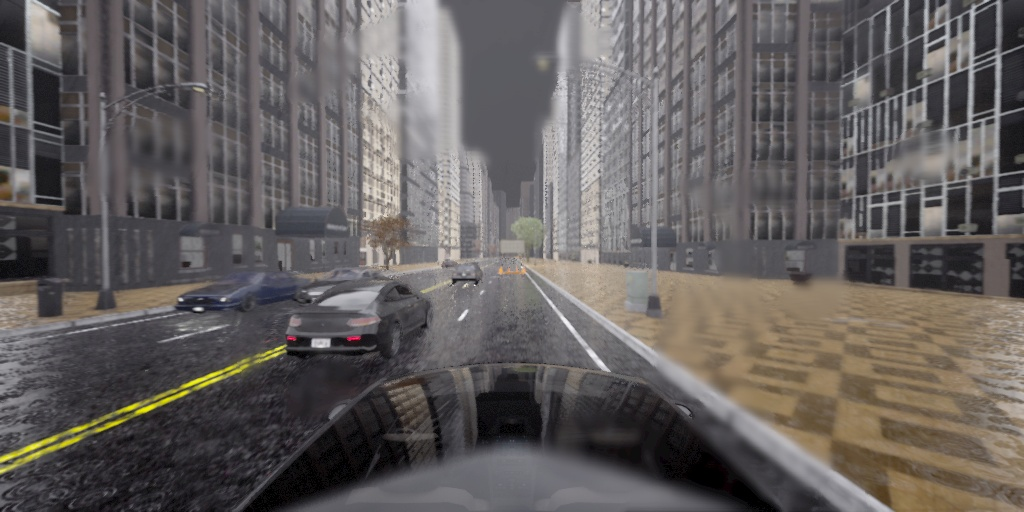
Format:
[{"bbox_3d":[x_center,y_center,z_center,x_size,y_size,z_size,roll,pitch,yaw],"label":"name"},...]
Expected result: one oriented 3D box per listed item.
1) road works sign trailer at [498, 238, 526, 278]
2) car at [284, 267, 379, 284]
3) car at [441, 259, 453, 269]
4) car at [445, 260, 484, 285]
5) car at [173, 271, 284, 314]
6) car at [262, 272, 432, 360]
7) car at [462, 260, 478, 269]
[{"bbox_3d":[0.019,0.167,32.665,2.380,3.560,2.880,0,0,1],"label":"road works sign trailer"},{"bbox_3d":[-6.595,1.222,14.615,2.128,1.511,4.902,0,0,0],"label":"car"},{"bbox_3d":[-9.786,1.233,56.035,1.994,1.385,4.181,0,0,1],"label":"car"},{"bbox_3d":[-3.148,1.260,26.005,2.033,1.411,5.357,0,0,0],"label":"car"},{"bbox_3d":[-9.850,1.279,13.916,2.033,1.411,5.357,0,0,0],"label":"car"},{"bbox_3d":[-3.148,1.266,8.210,1.812,1.442,4.674,0,0,0],"label":"car"},{"bbox_3d":[-6.531,1.270,56.129,1.895,1.301,4.718,0,0,1],"label":"car"}]
